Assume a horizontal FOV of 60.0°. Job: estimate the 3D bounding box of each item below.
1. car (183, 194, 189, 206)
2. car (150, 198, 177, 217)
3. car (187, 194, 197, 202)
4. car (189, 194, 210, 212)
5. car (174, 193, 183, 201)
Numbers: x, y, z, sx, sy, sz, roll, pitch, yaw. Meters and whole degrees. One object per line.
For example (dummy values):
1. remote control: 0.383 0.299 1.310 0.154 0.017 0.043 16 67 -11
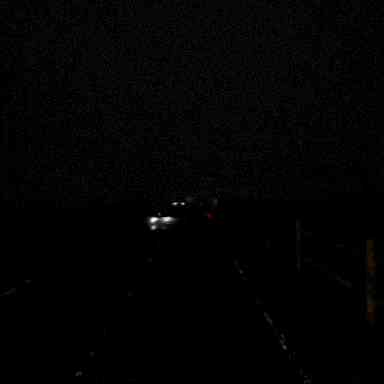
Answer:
1. car: 0.024 1.275 57.232 2.150 2.045 5.566 0 0 0
2. car: -2.838 1.568 31.730 2.033 1.411 5.357 0 0 0
3. car: 0.032 1.257 75.570 2.097 1.767 4.553 0 0 0
4. car: 0.977 1.379 38.496 2.097 1.767 4.553 0 0 0
5. car: -2.721 1.258 73.205 2.150 2.045 5.566 0 0 0
